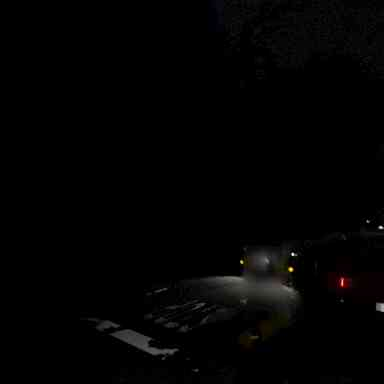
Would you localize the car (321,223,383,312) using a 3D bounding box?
[{"bbox_3d":[4.621,1.596,7.070,1.895,1.301,4.718,-1,-1,41],"label":"car"}]

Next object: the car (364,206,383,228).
[{"bbox_3d":[12.125,1.565,20.276,2.033,1.411,5.357,-1,-1,41],"label":"car"}]

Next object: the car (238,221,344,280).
[{"bbox_3d":[3.210,1.598,10.162,1.994,1.385,4.181,-1,0,42],"label":"car"}]
